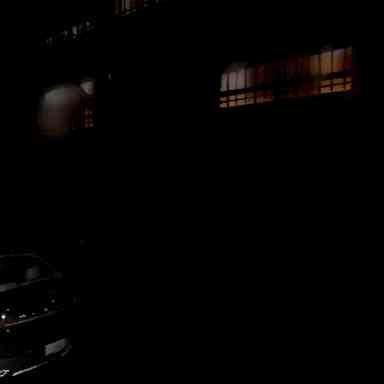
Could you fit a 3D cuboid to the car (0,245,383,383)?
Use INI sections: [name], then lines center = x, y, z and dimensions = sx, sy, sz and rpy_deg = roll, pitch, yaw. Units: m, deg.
[car]
center = 1.296, 1.317, 1.741
dimensions = 5.009, 1.841, 2.192
rpy_deg = 1, 1, 36
